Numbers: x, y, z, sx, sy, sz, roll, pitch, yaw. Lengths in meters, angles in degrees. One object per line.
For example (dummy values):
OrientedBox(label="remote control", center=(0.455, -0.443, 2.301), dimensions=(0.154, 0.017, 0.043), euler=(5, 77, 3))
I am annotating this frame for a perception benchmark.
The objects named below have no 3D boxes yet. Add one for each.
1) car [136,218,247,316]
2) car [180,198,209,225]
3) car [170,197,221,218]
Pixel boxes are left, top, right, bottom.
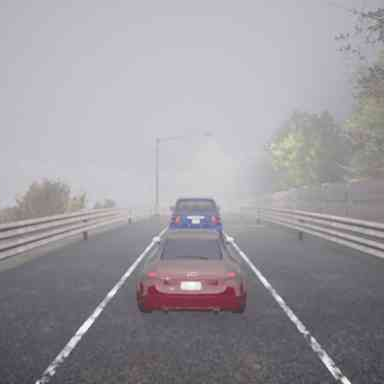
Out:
OrientedBox(label="car", center=(0.022, 1.509, 7.480), dimensions=(1.994, 1.385, 4.181), euler=(0, 0, 1))
OrientedBox(label="car", center=(0.250, 1.550, 27.871), dimensions=(2.150, 2.045, 5.566), euler=(0, -2, 1))
OrientedBox(label="car", center=(0.157, 1.224, 15.275), dimensions=(2.150, 2.045, 5.566), euler=(0, 0, 0))
